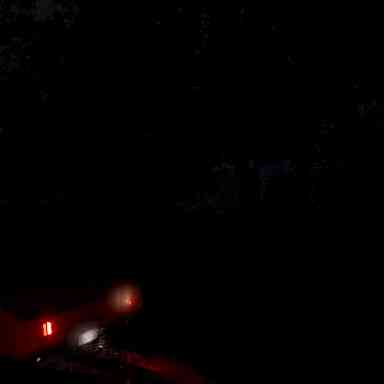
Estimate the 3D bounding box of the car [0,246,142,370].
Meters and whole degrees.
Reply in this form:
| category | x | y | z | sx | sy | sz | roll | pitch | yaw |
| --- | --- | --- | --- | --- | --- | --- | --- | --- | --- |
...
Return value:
| category | x | y | z | sx | sy | sz | roll | pitch | yaw |
| --- | --- | --- | --- | --- | --- | --- | --- | --- | --- |
| car | -3.161 | 1.604 | 5.630 | 4.718 | 1.301 | 1.895 | 0 | 0 | 35 |
